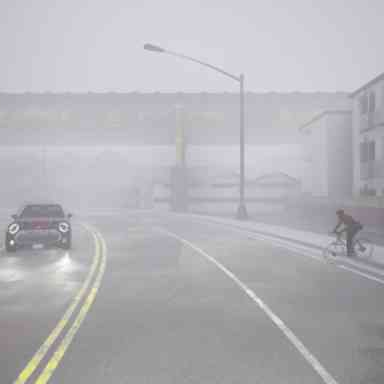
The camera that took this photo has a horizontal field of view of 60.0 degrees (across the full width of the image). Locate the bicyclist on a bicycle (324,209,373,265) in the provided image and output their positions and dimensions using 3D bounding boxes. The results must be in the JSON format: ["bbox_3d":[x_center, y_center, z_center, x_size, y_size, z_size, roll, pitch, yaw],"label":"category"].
[{"bbox_3d":[4.659,1.328,9.981,1.656,1.620,0.582,-7,2,-11],"label":"bicyclist on a bicycle"}]

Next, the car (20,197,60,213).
[{"bbox_3d":[-16.210,1.331,35.342,4.902,1.511,2.128,-1,-1,42],"label":"car"}]

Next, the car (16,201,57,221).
[{"bbox_3d":[-11.987,1.363,25.478,1.895,1.301,4.718,1,0,-36],"label":"car"}]

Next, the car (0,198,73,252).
[{"bbox_3d":[-5.918,1.220,13.309,2.097,1.767,4.553,0,1,-19],"label":"car"}]
